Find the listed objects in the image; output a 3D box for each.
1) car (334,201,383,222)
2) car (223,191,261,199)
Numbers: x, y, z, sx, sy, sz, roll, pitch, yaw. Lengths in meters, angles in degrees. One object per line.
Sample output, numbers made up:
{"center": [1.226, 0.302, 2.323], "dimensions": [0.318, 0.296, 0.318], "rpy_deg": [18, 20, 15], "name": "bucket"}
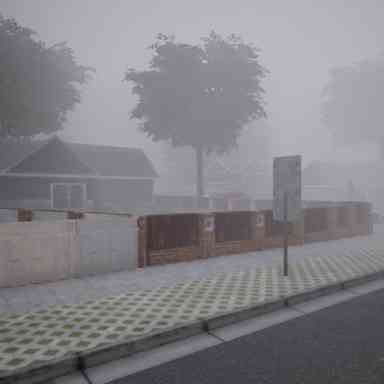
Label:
{"center": [11.378, 1.405, 24.372], "dimensions": [1.812, 1.442, 4.674], "rpy_deg": [0, 1, -35], "name": "car"}
{"center": [5.293, 0.977, 32.942], "dimensions": [2.150, 2.045, 5.566], "rpy_deg": [0, 1, -36], "name": "car"}
